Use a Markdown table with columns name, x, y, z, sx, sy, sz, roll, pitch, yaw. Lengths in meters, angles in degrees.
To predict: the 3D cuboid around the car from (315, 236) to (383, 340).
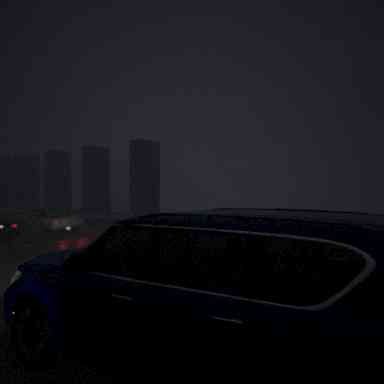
| name | x | y | z | sx | sy | sz | roll | pitch | yaw |
| --- | --- | --- | --- | --- | --- | --- | --- | --- | --- |
| car | 4.559 | 1.602 | 5.039 | 4.718 | 1.301 | 1.895 | 0 | 0 | 36 |

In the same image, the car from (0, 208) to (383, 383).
| name | x | y | z | sx | sy | sz | roll | pitch | yaw |
| --- | --- | --- | --- | --- | --- | --- | --- | --- | --- |
| car | 0.020 | 1.219 | 3.980 | 5.566 | 2.045 | 2.150 | 0 | 0 | 36 |

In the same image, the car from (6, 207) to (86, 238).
| name | x | y | z | sx | sy | sz | roll | pitch | yaw |
| --- | --- | --- | --- | --- | --- | --- | --- | --- | --- |
| car | -8.181 | 1.577 | 18.444 | 4.718 | 1.301 | 1.895 | 0 | 0 | 36 |
